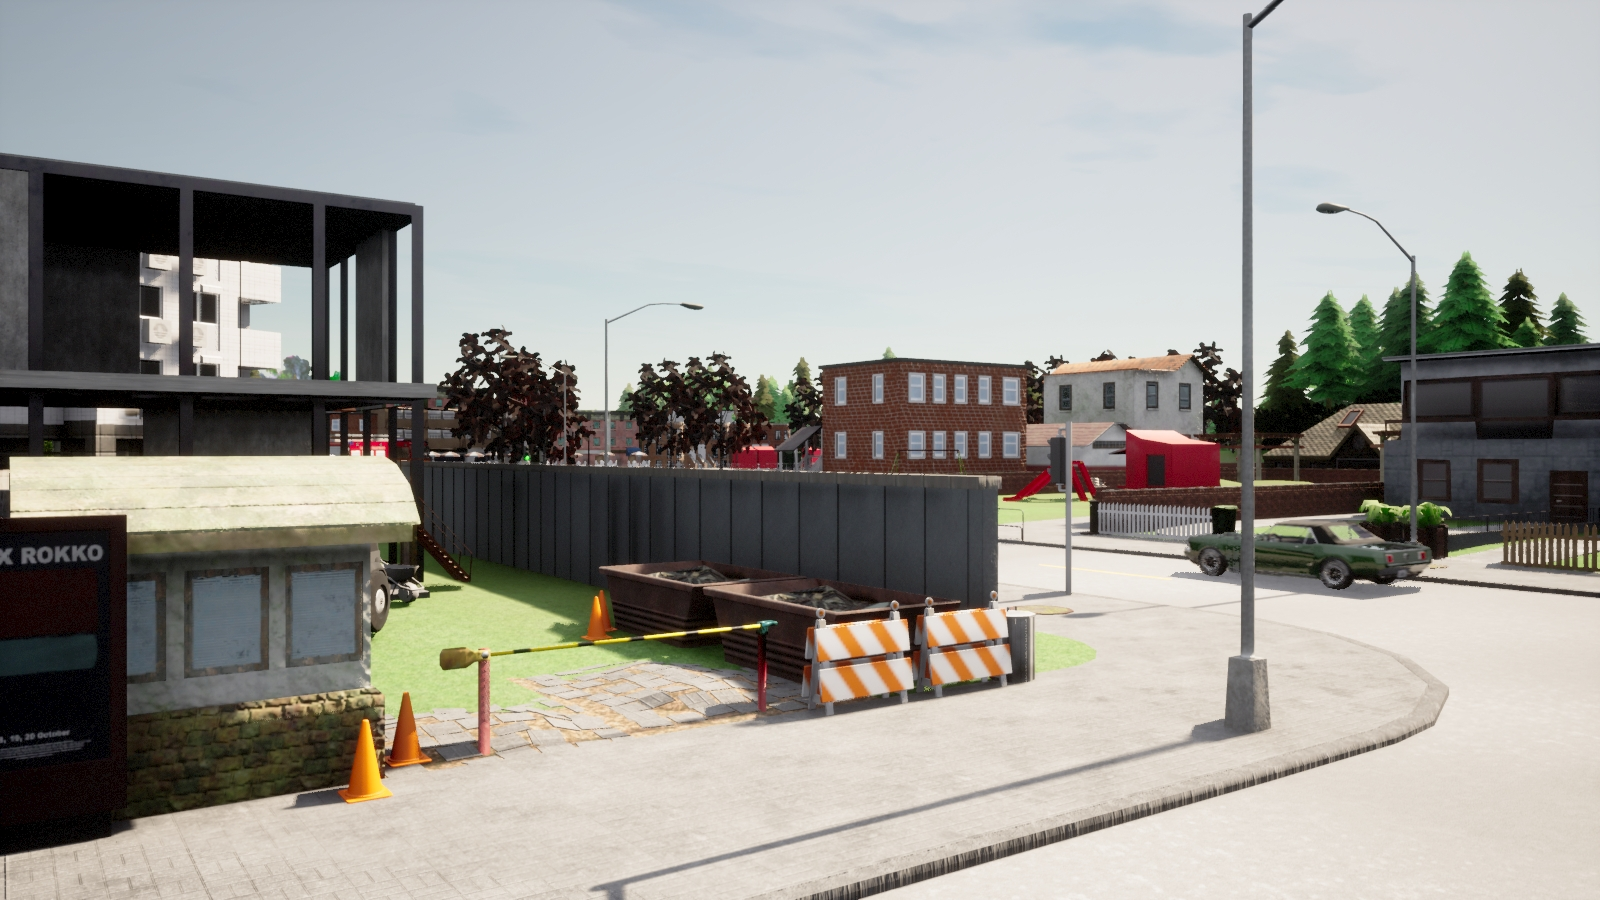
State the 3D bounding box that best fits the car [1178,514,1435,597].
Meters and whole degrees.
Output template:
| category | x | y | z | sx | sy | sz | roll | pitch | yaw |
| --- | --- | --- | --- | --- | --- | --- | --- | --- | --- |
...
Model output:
| category | x | y | z | sx | sy | sz | roll | pitch | yaw |
| --- | --- | --- | --- | --- | --- | --- | --- | --- | --- |
| car | 10.617 | 2.146 | 24.298 | 1.895 | 1.301 | 4.718 | 0 | 0 | -34 |
